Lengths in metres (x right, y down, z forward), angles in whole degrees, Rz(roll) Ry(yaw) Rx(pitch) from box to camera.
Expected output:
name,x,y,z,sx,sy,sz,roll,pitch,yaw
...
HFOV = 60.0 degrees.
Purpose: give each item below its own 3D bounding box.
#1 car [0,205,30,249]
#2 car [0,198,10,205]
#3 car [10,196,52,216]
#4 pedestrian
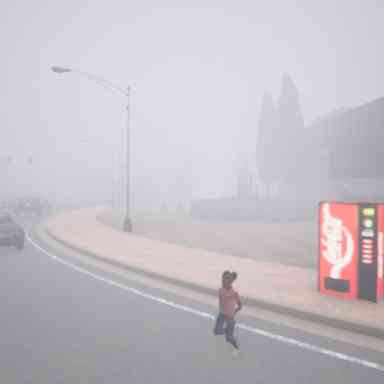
name,x,y,z,sx,sy,sz,roll,pitch,yaw
car,-8.033,1.449,13.385,1.994,1.385,4.181,0,0,-34
car,-18.461,1.267,34.297,2.033,1.411,5.357,0,0,-7
car,-14.026,1.125,29.612,2.097,1.767,4.553,0,0,-10
pedestrian,0.501,1.278,4.637,0.375,1.860,0.375,1,0,39
